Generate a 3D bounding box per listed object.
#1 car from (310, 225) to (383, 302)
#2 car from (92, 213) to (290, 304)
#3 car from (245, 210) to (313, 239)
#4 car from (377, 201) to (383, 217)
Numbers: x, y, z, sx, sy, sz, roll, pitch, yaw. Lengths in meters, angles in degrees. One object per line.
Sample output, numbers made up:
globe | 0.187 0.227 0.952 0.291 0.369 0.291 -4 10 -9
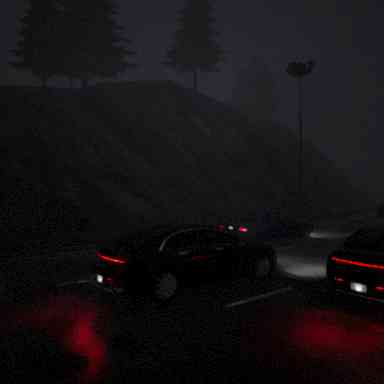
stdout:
car | 4.965 1.503 7.616 4.892 1.490 1.837 0 0 -38
car | 0.055 1.504 8.221 4.892 1.490 1.837 0 0 -37
car | 3.525 1.544 15.428 5.357 1.411 2.033 0 0 -40
car | 18.042 1.495 29.865 1.837 1.490 4.892 0 0 41
